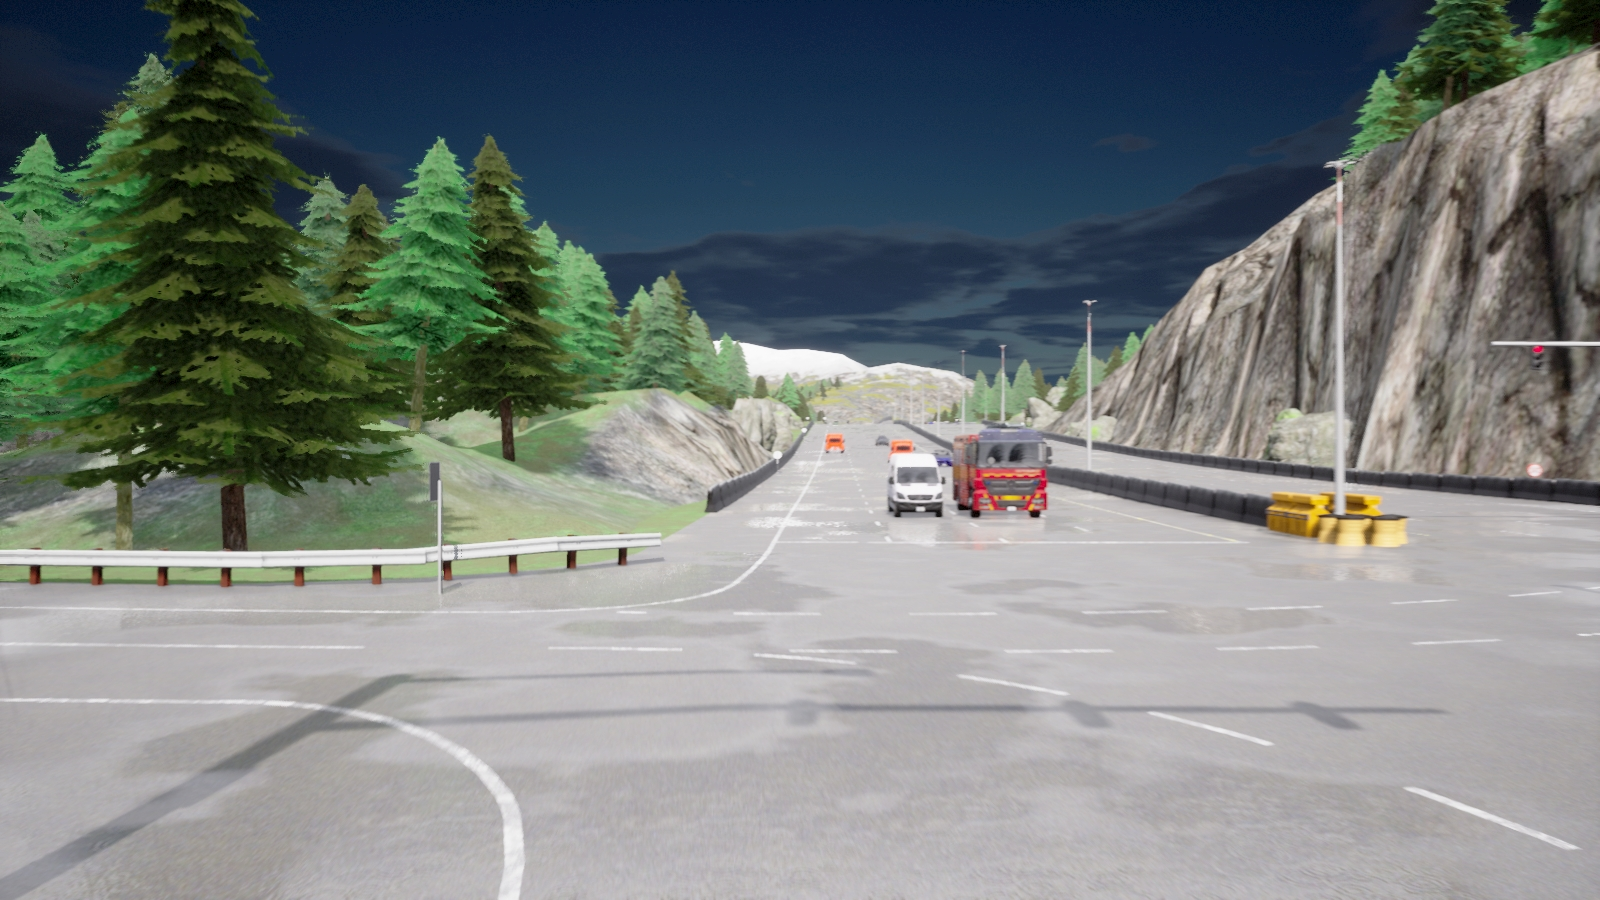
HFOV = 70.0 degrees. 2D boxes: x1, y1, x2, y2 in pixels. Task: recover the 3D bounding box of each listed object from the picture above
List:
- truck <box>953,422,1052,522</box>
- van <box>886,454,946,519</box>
[{"bbox_3d":[8.329,0.808,48.068,2.891,3.827,8.468,0,0,2],"label":"truck"},{"bbox_3d":[4.824,1.456,48.256,1.988,2.561,5.915,0,0,1],"label":"van"}]
